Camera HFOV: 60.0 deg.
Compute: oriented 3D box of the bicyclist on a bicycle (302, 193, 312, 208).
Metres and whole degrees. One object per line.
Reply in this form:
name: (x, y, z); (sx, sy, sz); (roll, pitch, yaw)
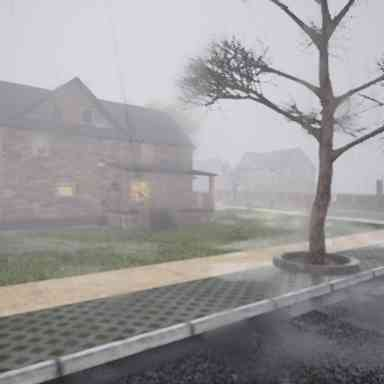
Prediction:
bicyclist on a bicycle: (12.631, 0.952, 36.448); (1.656, 1.620, 0.582); (1, 1, -29)
